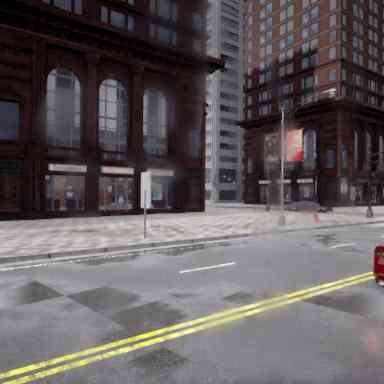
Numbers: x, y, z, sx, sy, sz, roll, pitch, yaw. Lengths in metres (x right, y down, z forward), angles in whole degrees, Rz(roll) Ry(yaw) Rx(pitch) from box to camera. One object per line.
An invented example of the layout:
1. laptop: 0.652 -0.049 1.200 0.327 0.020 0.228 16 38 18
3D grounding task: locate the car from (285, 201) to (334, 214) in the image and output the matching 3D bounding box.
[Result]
1. car: 13.106 1.726 37.580 2.033 1.411 5.357 1 -1 -35

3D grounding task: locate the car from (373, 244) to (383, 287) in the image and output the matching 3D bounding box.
1. car: 6.285 1.489 7.913 5.008 1.535 1.882 0 0 -35
